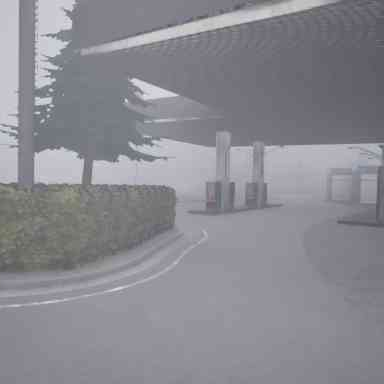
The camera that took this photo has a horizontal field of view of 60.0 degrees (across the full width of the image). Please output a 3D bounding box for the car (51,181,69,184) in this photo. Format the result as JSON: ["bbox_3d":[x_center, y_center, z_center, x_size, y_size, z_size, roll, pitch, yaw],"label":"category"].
[{"bbox_3d":[-26.767,-1.255,65.449,3.866,1.878,1.905,2,2,35],"label":"car"}]

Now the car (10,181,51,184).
[{"bbox_3d":[-17.221,-0.176,35.204,3.866,1.878,1.905,2,2,35],"label":"car"}]

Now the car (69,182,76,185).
[{"bbox_3d":[-25.429,-1.281,68.061,4.605,1.855,1.932,2,2,35],"label":"car"}]

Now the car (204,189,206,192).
[{"bbox_3d":[4.897,-0.326,65.594,5.027,1.636,2.152,2,2,35],"label":"car"}]

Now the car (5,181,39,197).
[{"bbox_3d":[-21.754,-0.461,42.421,4.605,1.855,1.932,2,2,35],"label":"car"}]
